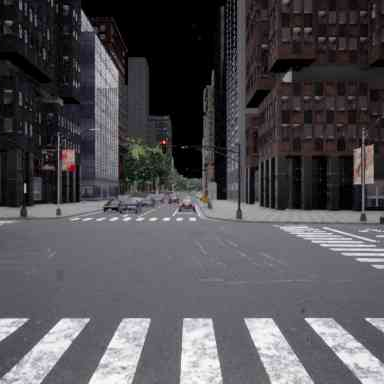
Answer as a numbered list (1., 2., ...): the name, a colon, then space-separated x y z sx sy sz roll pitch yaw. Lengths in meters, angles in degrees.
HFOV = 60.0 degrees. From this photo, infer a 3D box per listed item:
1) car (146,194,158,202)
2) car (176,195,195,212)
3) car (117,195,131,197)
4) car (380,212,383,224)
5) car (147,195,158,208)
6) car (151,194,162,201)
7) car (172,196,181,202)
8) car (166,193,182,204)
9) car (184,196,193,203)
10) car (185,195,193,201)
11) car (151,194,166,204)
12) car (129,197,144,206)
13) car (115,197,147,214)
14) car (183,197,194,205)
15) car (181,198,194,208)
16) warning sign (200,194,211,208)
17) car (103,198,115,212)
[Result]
1. car: -9.309 1.416 76.998 2.192 1.841 5.009 0 0 0
2. car: -0.572 1.448 39.061 1.967 1.590 4.097 0 0 0
3. car: -9.128 1.335 44.443 2.192 1.841 5.009 0 0 0
4. car: 14.997 1.457 21.005 5.566 2.045 2.150 1 0 0
5. car: -6.476 1.590 47.756 1.994 1.385 4.181 0 0 0
6. car: -9.370 1.448 87.850 2.192 1.841 5.009 0 0 0
7. car: -3.535 1.582 75.638 1.812 1.442 4.674 0 0 0
8. car: -3.480 1.422 65.600 2.097 1.767 4.553 0 0 0
9. car: -0.754 1.611 71.780 1.752 1.417 4.829 0 0 0
10. car: -0.844 1.573 87.885 1.967 1.590 4.097 0 0 0
11. car: -6.501 1.578 66.191 1.837 1.490 4.892 0 0 0
12. car: -9.186 1.569 55.124 1.752 1.417 4.829 0 0 0
13. car: -6.421 1.547 35.494 2.033 1.411 5.357 0 0 -1
14. car: -0.693 1.602 60.760 1.887 1.381 4.507 0 0 0
15. car: -0.632 1.614 49.910 1.802 1.307 4.206 0 0 0
16. warning sign: 1.718 1.131 42.744 1.300 1.860 1.060 0 0 0
17. car: -9.097 1.573 39.016 1.947 1.339 4.313 0 0 0
